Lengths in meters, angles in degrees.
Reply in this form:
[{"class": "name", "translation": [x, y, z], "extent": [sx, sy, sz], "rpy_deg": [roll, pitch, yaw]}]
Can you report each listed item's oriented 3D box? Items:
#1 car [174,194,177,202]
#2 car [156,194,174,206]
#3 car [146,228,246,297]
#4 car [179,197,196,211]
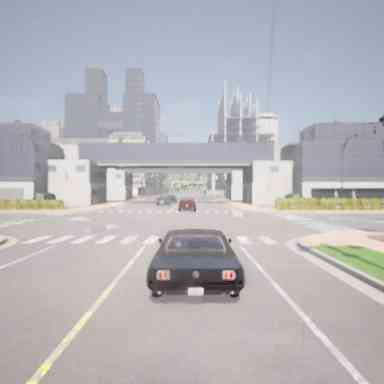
[{"class": "car", "translation": [-4.159, 1.192, 67.370], "extent": [1.837, 1.490, 4.892], "rpy_deg": [0, 0, 0]}, {"class": "car", "translation": [-4.236, 1.266, 49.384], "extent": [2.128, 1.511, 4.902], "rpy_deg": [0, 0, 0]}, {"class": "car", "translation": [0.075, 1.559, 8.408], "extent": [1.895, 1.301, 4.718], "rpy_deg": [0, 0, 0]}, {"class": "car", "translation": [-0.530, 1.306, 38.397], "extent": [1.882, 1.535, 5.008], "rpy_deg": [0, 0, 0]}]
